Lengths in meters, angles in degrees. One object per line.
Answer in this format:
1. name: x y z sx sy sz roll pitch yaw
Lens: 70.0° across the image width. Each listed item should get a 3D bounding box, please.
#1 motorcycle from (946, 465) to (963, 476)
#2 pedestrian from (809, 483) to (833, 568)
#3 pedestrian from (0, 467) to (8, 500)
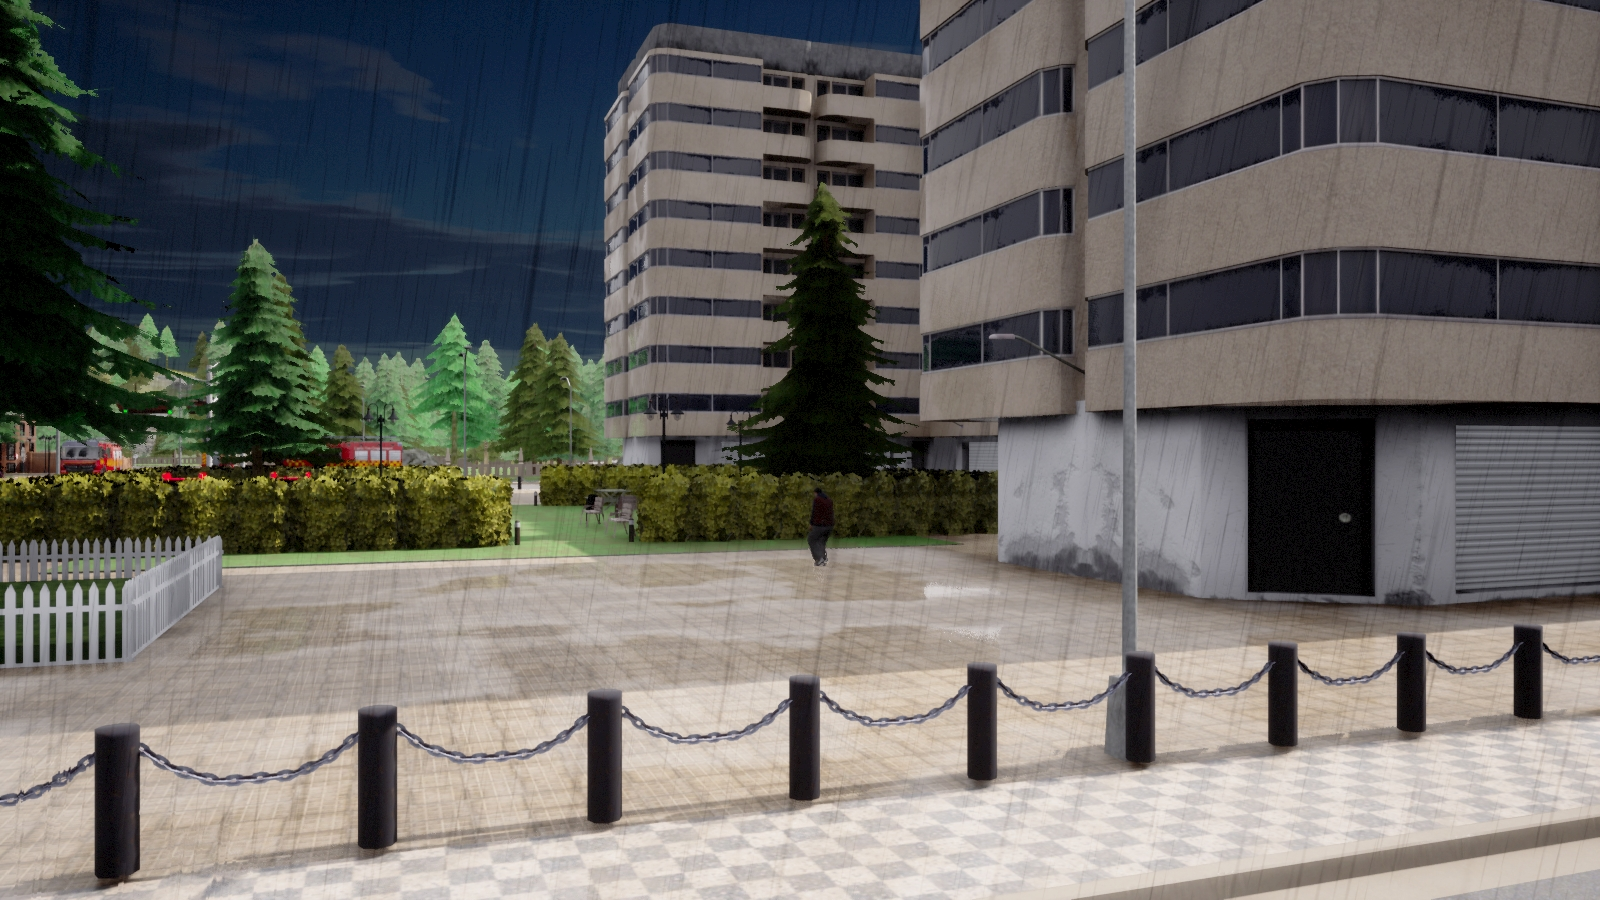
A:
1. motorcycle: 16.084 2.131 119.009 0.803 1.199 2.033 0 0 -20
2. pedestrian: 0.468 1.675 25.540 0.375 1.860 0.375 0 0 -43
3. pedestrian: -44.134 1.848 63.268 0.375 1.860 0.375 0 0 -24
